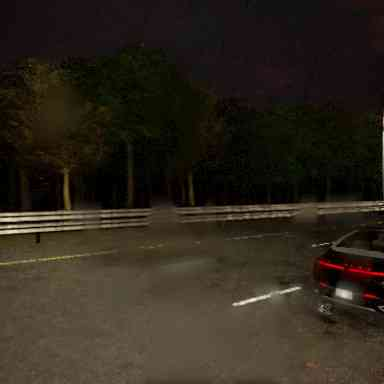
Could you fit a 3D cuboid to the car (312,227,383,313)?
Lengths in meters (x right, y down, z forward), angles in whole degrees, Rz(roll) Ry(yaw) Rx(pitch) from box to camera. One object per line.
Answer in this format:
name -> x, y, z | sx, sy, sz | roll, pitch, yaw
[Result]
car -> 4.593, 1.510, 7.150 | 4.892, 1.490, 1.837 | 0, 0, -36
